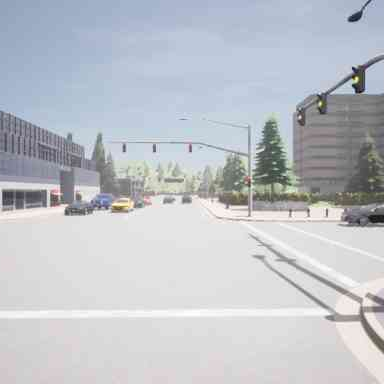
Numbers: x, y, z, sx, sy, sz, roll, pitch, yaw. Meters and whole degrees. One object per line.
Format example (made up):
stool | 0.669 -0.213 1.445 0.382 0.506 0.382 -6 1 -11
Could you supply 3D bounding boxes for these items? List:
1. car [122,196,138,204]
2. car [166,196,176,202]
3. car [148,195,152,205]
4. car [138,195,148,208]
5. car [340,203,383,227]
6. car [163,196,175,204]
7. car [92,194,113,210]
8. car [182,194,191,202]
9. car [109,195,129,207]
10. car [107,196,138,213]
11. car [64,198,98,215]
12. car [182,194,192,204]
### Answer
car | -11.611 1.491 62.922 2.128 1.511 4.902 0 0 0
car | -4.738 1.509 75.209 1.895 1.301 4.718 0 0 -1
car | -8.065 1.352 57.155 2.097 1.767 4.553 0 0 -1
car | -7.941 1.352 47.040 2.097 1.767 4.553 0 0 -1
car | 12.497 1.492 22.183 4.902 1.511 2.128 0 0 -1
car | -4.590 1.547 64.574 2.033 1.411 5.357 0 0 -1
car | -11.386 1.221 42.764 2.150 2.045 5.566 0 0 -1
car | -1.232 1.355 74.964 2.097 1.767 4.553 0 0 -1
car | -11.512 1.352 52.664 2.097 1.767 4.553 0 0 -1
car | -7.816 1.478 37.804 1.882 1.535 5.008 0 0 -1
car | -11.251 1.564 33.411 1.994 1.385 4.181 0 0 -1
car | -0.993 1.505 64.899 1.837 1.490 4.892 0 0 -1
